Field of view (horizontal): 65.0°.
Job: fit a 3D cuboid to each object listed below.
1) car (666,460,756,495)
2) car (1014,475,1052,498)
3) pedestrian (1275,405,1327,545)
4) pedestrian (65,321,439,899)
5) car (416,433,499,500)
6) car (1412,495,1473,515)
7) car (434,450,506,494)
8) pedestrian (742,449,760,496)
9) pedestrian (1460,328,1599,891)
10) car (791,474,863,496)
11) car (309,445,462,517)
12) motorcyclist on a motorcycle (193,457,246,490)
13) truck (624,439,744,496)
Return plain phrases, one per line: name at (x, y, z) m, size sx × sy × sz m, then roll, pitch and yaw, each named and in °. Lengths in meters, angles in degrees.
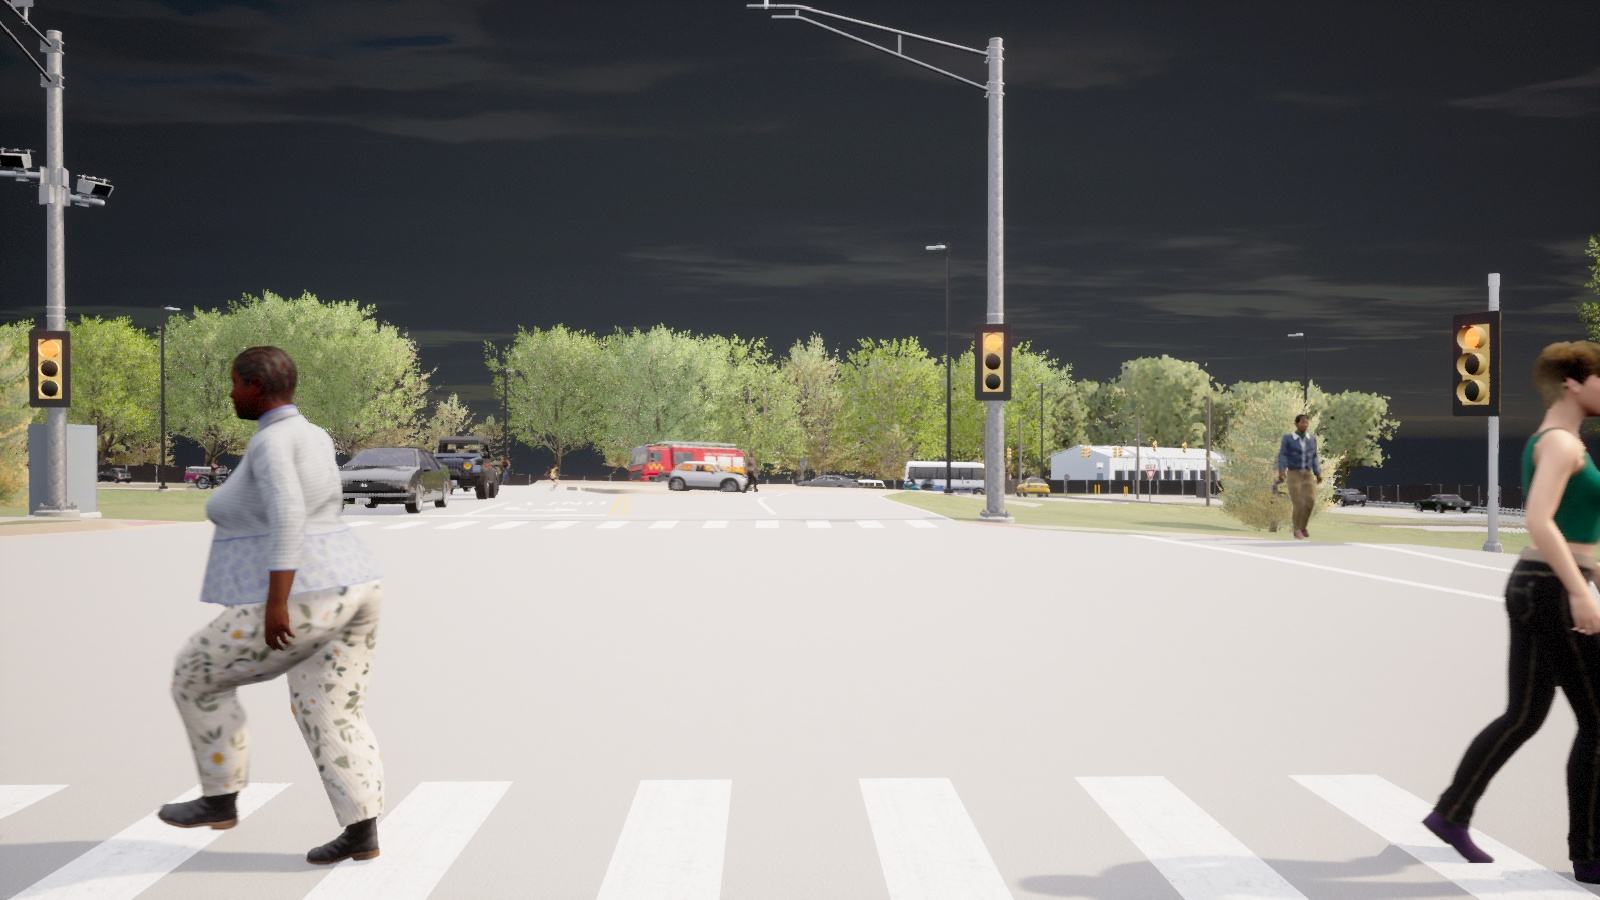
car at (-4.146, 1.271, 58.926) m, size 3.806 × 1.475 × 1.970 m, roll 2°, pitch 1°, yaw 10°
car at (17.222, 2.746, 93.081) m, size 1.801 × 1.575 × 5.366 m, roll 2°, pitch -3°, yaw 1°
pedestrian at (7.132, 0.349, 17.885) m, size 0.423 × 1.949 × 0.788 m, roll 0°, pitch 1°, yaw 1°
pedestrian at (-1.874, 0.516, 4.439) m, size 0.900 × 1.855 × 0.874 m, roll 0°, pitch 1°, yaw 5°
car at (-10.076, 0.493, 37.225) m, size 1.905 × 1.878 × 3.866 m, roll 0°, pitch -1°, yaw -8°
car at (44.899, 3.838, 87.897) m, size 1.895 × 1.301 × 4.718 m, roll 0°, pitch -1°, yaw 0°
car at (-12.070, 0.813, 45.692) m, size 2.128 × 1.511 × 4.902 m, roll 0°, pitch -1°, yaw -19°
pedestrian at (-1.940, 0.893, 50.042) m, size 0.634 × 1.846 × 0.331 m, roll 0°, pitch 1°, yaw 31°
pedestrian at (2.603, 0.520, 4.280) m, size 0.594 × 1.836 × 0.345 m, roll 0°, pitch 1°, yaw 24°
car at (2.031, 2.595, 93.899) m, size 4.902 × 1.511 × 2.128 m, roll 0°, pitch -3°, yaw 20°
car at (-8.879, 0.613, 27.407) m, size 2.033 × 1.411 × 5.357 m, roll 0°, pitch 0°, yaw -6°
motorcyclist on a motorcycle at (-30.049, 1.225, 65.022) m, size 2.350 × 1.649 × 0.766 m, roll 0°, pitch 1°, yaw -7°
truck at (-8.635, 1.364, 93.608) m, size 8.468 × 3.827 × 2.891 m, roll 2°, pitch -7°, yaw -32°
